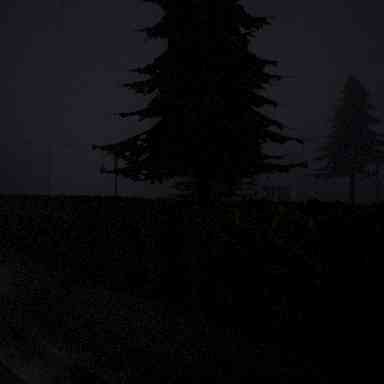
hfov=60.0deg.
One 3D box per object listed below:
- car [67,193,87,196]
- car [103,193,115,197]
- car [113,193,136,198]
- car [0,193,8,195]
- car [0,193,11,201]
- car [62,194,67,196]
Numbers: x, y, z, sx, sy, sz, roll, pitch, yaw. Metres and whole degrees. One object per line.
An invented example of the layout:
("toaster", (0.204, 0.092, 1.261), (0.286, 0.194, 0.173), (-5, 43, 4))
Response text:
("car", (-27.195, 1.153, 81.607), (5.027, 1.636, 2.152), (0, 0, -45))
("car", (-15.886, 1.097, 70.708), (4.605, 1.855, 1.932), (0, 0, -45))
("car", (-10.326, 1.384, 54.287), (3.806, 1.475, 1.970), (0, 0, -45))
("car", (-23.730, 1.330, 41.297), (5.027, 1.636, 2.152), (0, 0, -45))
("car", (-41.785, 1.096, 71.648), (4.605, 1.855, 1.932), (0, 0, -45))
("car", (-31.928, 1.231, 85.953), (3.806, 1.475, 1.970), (0, 0, -45))
